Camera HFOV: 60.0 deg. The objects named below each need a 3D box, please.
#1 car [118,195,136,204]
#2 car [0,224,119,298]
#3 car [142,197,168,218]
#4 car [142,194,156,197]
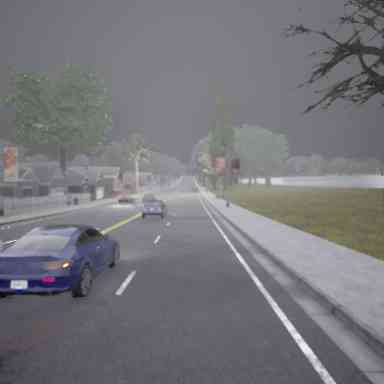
[{"bbox_3d":[-9.807,1.141,50.061,1.895,1.301,4.718,0,1,0],"label":"car"},{"bbox_3d":[-3.150,1.520,8.364,1.812,1.442,4.674,0,0,0],"label":"car"},{"bbox_3d":[-3.144,1.424,28.661,2.033,1.411,5.357,0,1,0],"label":"car"},{"bbox_3d":[-6.551,1.024,51.089,1.837,1.490,4.892,0,1,0],"label":"car"}]
